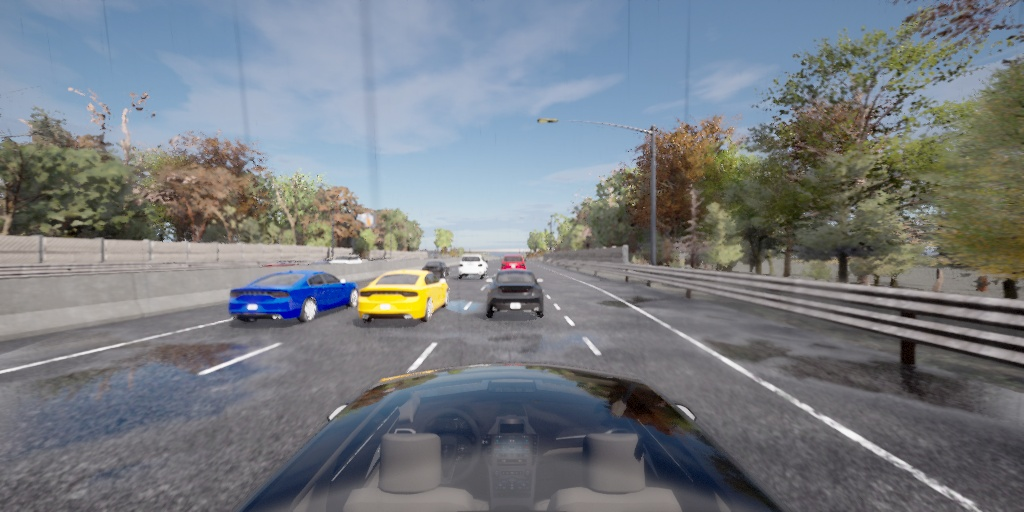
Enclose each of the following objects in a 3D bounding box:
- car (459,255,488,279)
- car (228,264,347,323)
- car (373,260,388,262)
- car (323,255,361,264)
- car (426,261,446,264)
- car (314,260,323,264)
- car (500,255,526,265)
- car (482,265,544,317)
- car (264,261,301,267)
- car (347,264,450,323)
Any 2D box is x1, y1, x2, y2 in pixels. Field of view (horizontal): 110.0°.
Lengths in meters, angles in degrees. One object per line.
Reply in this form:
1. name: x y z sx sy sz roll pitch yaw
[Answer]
1. car: -3.396 0.927 32.004 2.150 2.045 5.566 0 0 0
2. car: -6.897 1.209 12.007 1.882 1.535 5.008 0 0 0
3. car: -17.560 1.220 47.558 1.812 1.442 4.674 0 0 0
4. car: -21.070 0.918 45.349 2.150 2.045 5.566 0 0 0
5. car: -6.893 1.210 32.963 1.837 1.490 4.892 0 0 0
6. car: -24.550 1.242 47.058 2.033 1.411 5.357 0 0 1
7. car: 0.103 0.927 32.064 2.150 2.045 5.566 0 0 0
8. car: 0.103 1.234 13.096 1.837 1.490 4.892 0 0 0
9. car: -28.061 1.298 44.038 1.895 1.301 4.718 0 0 0
10. car: -3.398 1.209 12.092 1.882 1.535 5.008 0 0 0
